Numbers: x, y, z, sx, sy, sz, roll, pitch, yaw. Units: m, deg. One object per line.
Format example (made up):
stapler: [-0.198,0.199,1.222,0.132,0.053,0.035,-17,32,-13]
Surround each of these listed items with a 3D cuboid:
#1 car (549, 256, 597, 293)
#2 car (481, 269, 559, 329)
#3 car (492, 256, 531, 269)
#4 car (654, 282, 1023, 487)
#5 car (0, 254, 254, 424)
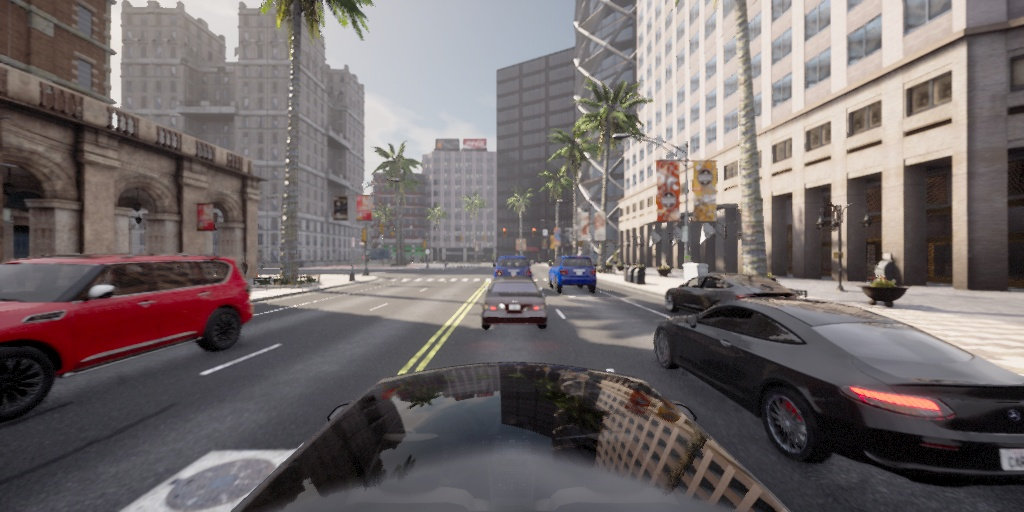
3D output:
car: [3.498,1.022,21.459,2.150,2.045,5.566,0,0,-1]
car: [0.053,1.322,11.382,2.033,1.411,5.357,0,0,0]
car: [0.015,1.024,21.601,2.150,2.045,5.566,0,0,-2]
car: [3.588,1.284,4.833,1.812,1.442,4.674,0,0,0]
car: [-7.116,0.983,6.068,2.150,2.045,5.566,0,0,0]
